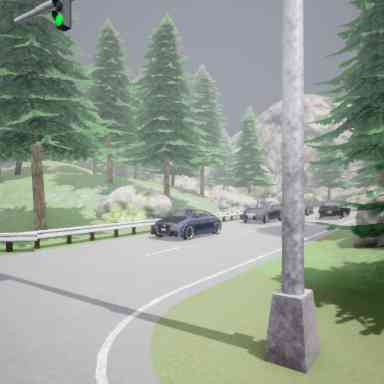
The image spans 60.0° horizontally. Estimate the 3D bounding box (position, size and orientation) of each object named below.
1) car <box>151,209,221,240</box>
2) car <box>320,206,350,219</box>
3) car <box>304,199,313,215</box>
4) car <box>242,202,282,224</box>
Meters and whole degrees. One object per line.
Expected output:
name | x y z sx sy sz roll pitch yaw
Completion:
car | -0.197 1.579 17.207 1.994 1.385 4.181 0 0 35
car | 12.694 1.542 29.428 1.882 1.535 5.008 0 -1 34
car | 11.138 1.520 33.880 1.837 1.490 4.892 0 0 28
car | 5.500 1.507 25.359 2.128 1.511 4.902 0 0 35
